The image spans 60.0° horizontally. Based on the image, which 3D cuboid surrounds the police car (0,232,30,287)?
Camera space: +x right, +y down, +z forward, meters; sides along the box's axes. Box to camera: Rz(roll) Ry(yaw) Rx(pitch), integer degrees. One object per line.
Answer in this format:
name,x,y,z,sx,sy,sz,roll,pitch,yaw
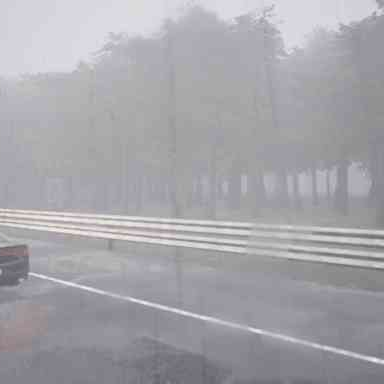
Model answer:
police car,-6.118,1.450,8.286,5.238,1.638,1.930,0,0,35
